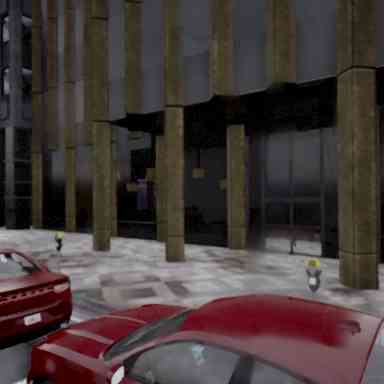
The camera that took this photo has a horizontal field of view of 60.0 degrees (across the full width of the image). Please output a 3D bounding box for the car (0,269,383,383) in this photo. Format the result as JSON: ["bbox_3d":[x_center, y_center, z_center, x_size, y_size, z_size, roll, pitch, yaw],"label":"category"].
[{"bbox_3d":[0.451,1.556,2.641,4.507,1.381,1.887,-1,0,36],"label":"car"}]

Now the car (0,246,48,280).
[{"bbox_3d":[-3.968,1.613,5.809,4.507,1.381,1.887,-1,0,36],"label":"car"}]
